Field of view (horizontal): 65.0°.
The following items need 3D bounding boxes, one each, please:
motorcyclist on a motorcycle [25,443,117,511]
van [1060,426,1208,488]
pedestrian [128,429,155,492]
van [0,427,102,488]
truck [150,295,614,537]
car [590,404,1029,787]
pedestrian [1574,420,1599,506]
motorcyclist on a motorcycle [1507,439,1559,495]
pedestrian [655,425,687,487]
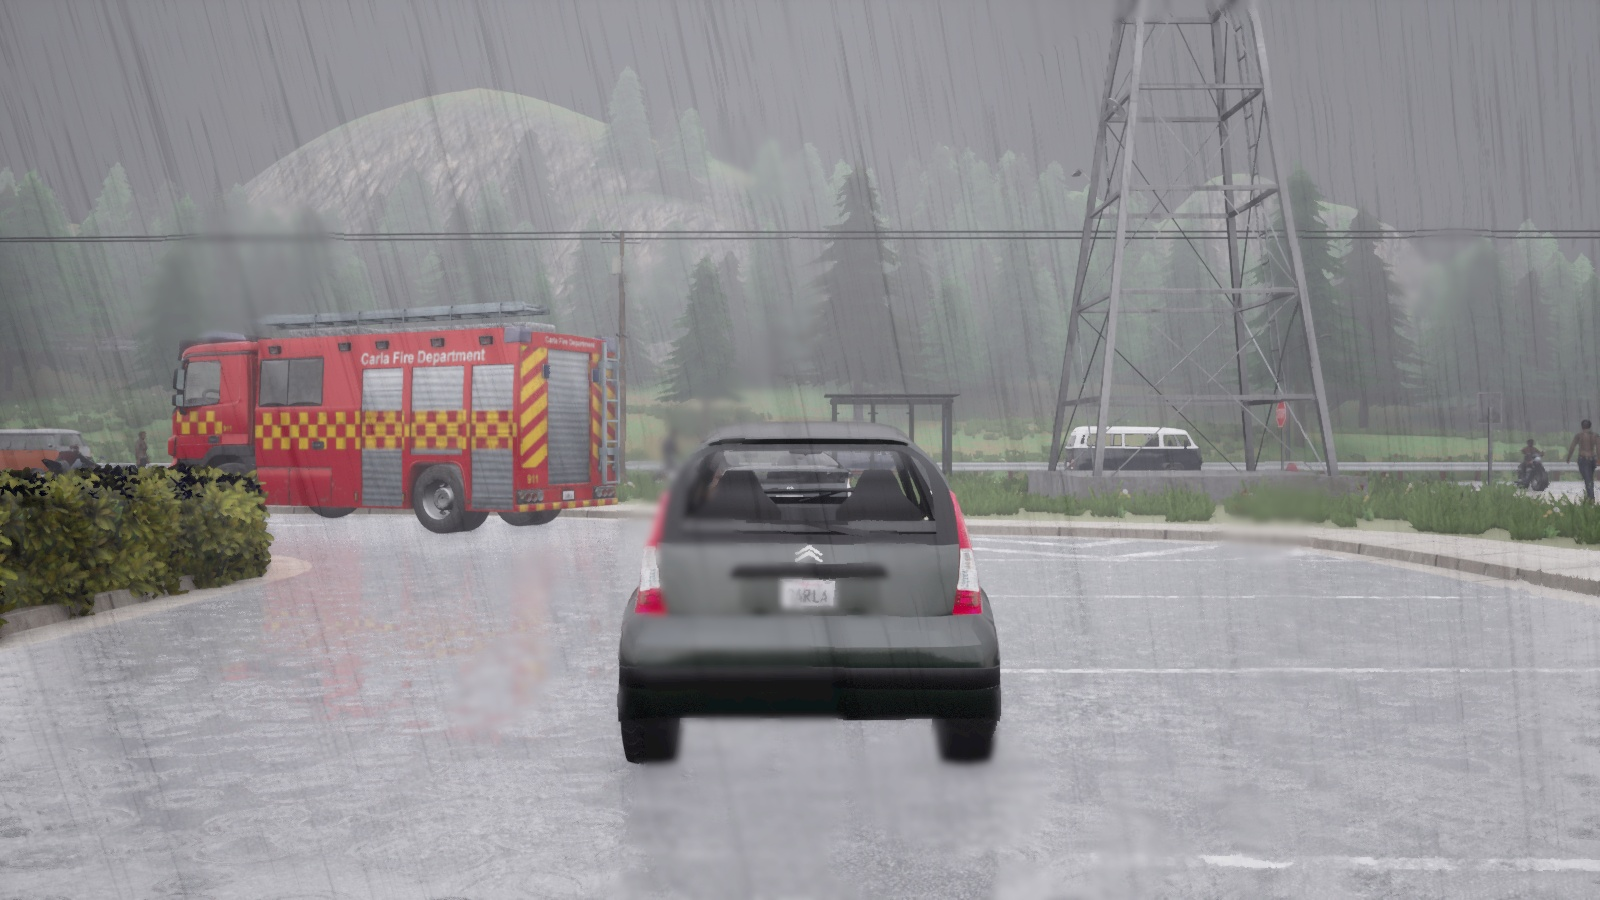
[{"bbox_3d":[-17.056,0.602,29.443,0.866,1.530,2.191,0,0,0],"label":"motorcyclist on a motorcycle"},{"bbox_3d":[11.210,0.240,42.396,4.480,2.038,2.069,0,0,1],"label":"van"},{"bbox_3d":[-19.556,0.306,37.292,0.634,1.846,0.331,0,0,2],"label":"pedestrian"},{"bbox_3d":[-26.237,0.239,42.490,4.442,1.987,1.775,0,0,10],"label":"van"},{"bbox_3d":[-7.772,-0.554,23.048,8.468,3.827,2.891,0,0,26],"label":"truck"},{"bbox_3d":[0.041,0.603,7.295,1.851,1.617,3.988,0,0,0],"label":"car"},{"bbox_3d":[16.751,0.265,26.705,0.328,1.805,0.869,0,0,21],"label":"pedestrian"},{"bbox_3d":[22.621,0.496,38.793,0.766,1.649,2.350,1,1,15],"label":"motorcyclist on a motorcycle"},{"bbox_3d":[-3.938,0.183,38.257,0.849,1.883,0.563,0,0,10],"label":"pedestrian"}]
